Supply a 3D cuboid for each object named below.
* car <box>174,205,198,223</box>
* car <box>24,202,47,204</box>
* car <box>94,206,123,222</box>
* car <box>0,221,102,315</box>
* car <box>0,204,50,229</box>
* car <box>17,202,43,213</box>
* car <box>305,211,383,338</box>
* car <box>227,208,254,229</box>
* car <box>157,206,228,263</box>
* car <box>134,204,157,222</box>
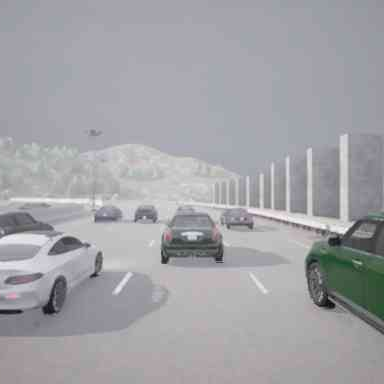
[{"bbox_3d":[-0.624,1.967,30.693,1.994,1.385,4.181,0,-1,-3],"label":"car"},{"bbox_3d":[-19.065,2.043,41.129,1.837,1.490,4.892,0,0,-4],"label":"car"},{"bbox_3d":[-7.630,1.967,30.676,1.994,1.385,4.181,0,-1,-3],"label":"car"},{"bbox_3d":[-3.458,1.628,7.650,1.812,1.442,4.674,0,-1,-1],"label":"car"},{"bbox_3d":[-7.029,1.521,12.796,2.097,1.767,4.553,0,-1,-1],"label":"car"},{"bbox_3d":[-23.848,2.192,49.117,2.033,1.411,5.357,0,-1,-9],"label":"car"},{"bbox_3d":[3.582,1.289,5.013,2.150,2.045,5.566,0,-1,0],"label":"car"},{"bbox_3d":[3.176,1.867,24.279,2.033,1.411,5.357,0,-1,-2],"label":"car"},{"bbox_3d":[-0.031,1.522,12.863,2.097,1.767,4.553,0,-1,-1],"label":"car"},{"bbox_3d":[-4.091,1.900,30.097,1.837,1.490,4.892,0,-1,-3],"label":"car"}]
